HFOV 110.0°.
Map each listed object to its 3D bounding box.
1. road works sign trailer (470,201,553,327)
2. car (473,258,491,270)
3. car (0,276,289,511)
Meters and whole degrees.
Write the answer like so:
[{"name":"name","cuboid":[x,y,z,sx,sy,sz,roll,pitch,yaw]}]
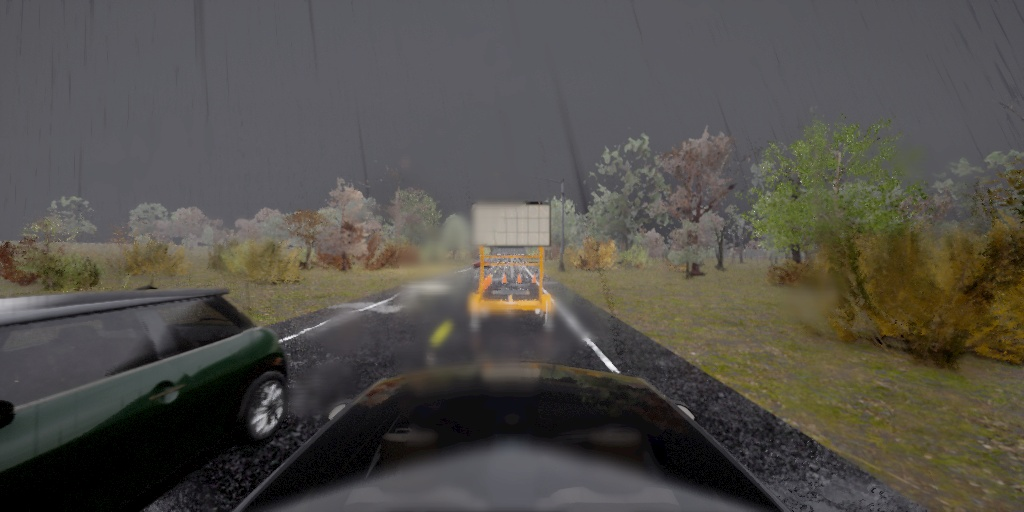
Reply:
[{"name":"road works sign trailer","cuboid":[-0.005,0.124,11.123,2.380,3.560,2.880,0,0,0]},{"name":"car","cuboid":[-3.613,0.947,44.003,1.895,1.301,4.718,0,1,0]},{"name":"car","cuboid":[-3.599,1.098,2.176,2.097,1.767,4.553,0,1,0]}]
